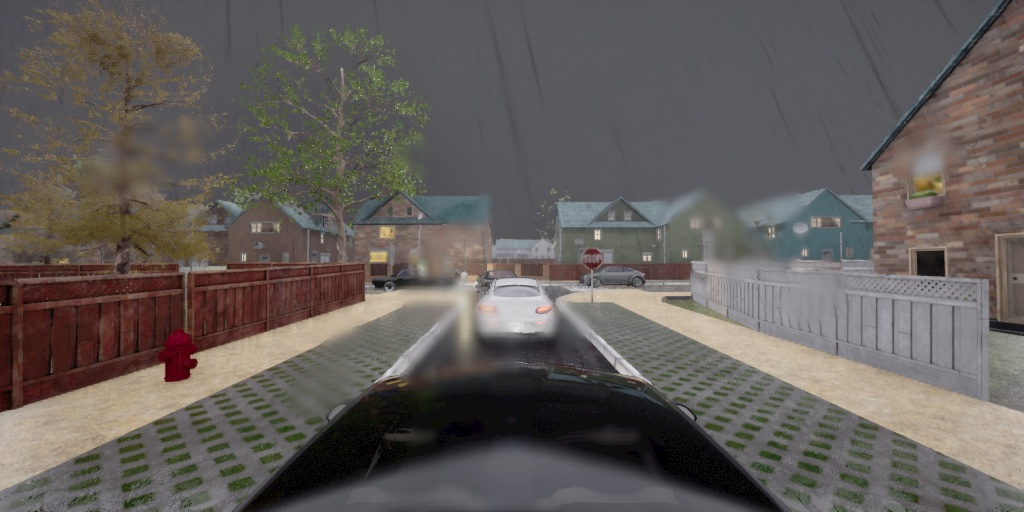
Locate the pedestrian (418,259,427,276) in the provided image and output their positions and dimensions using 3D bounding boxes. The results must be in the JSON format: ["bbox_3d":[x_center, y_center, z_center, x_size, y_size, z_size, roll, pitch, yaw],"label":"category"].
[{"bbox_3d":[-6.684,1.119,26.753,0.375,1.860,0.375,0,-1,1],"label":"pedestrian"}]

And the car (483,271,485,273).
[{"bbox_3d":[-0.746,1.366,18.479,1.895,1.301,4.718,0,-1,-12],"label":"car"}]

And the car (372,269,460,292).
[{"bbox_3d":[-5.469,1.417,20.867,4.718,1.301,1.895,-1,-1,1],"label":"car"}]

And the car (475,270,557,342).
[{"bbox_3d":[0.108,1.280,9.660,1.812,1.442,4.674,0,0,0],"label":"car"}]

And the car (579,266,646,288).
[{"bbox_3d":[6.553,1.344,23.650,4.181,1.385,1.994,0,-1,1],"label":"car"}]

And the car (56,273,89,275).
[{"bbox_3d":[-25.594,1.633,21.150,4.718,1.301,1.895,-1,-1,1],"label":"car"}]
